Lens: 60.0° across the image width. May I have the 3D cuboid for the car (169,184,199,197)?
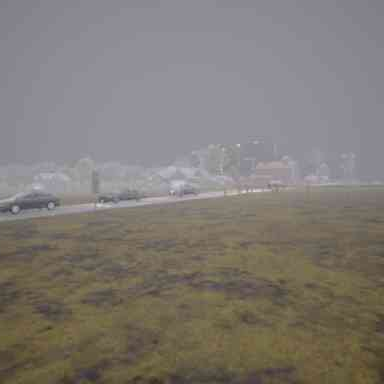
[{"bbox_3d":[-0.979,-0.226,42.564,2.128,1.511,4.902,1,3,36],"label":"car"}]

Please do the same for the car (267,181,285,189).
[{"bbox_3d":[15.196,-1.294,59.812,1.882,1.535,5.008,1,3,36],"label":"car"}]

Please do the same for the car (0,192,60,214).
[{"bbox_3d":[-12.888,0.777,26.206,1.837,1.490,4.892,1,3,36],"label":"car"}]

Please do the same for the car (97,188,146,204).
[{"bbox_3d":[-7.072,0.333,34.194,2.033,1.411,5.357,1,3,36],"label":"car"}]
